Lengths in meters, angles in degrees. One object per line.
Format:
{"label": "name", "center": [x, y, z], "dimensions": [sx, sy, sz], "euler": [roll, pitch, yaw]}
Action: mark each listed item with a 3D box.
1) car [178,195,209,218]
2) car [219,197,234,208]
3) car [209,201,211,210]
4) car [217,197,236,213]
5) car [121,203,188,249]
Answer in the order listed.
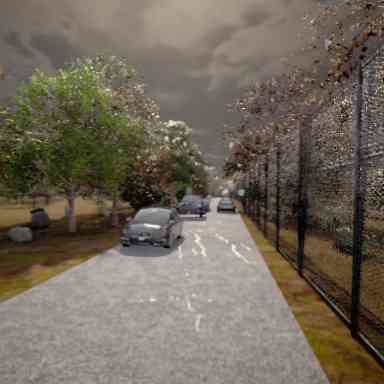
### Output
{"label": "car", "center": [-0.007, 1.031, 27.471], "dimensions": [2.097, 1.767, 4.553], "euler": [2, 0, 6]}
{"label": "car", "center": [4.923, 1.469, 47.733], "dimensions": [1.994, 1.385, 4.181], "euler": [2, 0, 7]}
{"label": "car", "center": [1.062, 1.359, 37.796], "dimensions": [1.837, 1.490, 4.892], "euler": [2, 0, 6]}
{"label": "car", "center": [3.738, 1.492, 36.212], "dimensions": [1.994, 1.385, 4.181], "euler": [2, 0, 6]}
{"label": "car", "center": [-1.520, 1.398, 14.124], "dimensions": [1.837, 1.490, 4.892], "euler": [2, 0, 6]}
